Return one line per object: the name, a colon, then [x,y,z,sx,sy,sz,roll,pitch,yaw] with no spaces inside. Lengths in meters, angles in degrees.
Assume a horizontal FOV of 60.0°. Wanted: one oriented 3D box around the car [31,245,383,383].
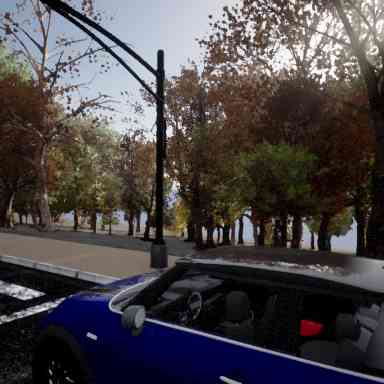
car: [0.418,1.352,3.358,4.553,1.767,2.097,0,0,34]
